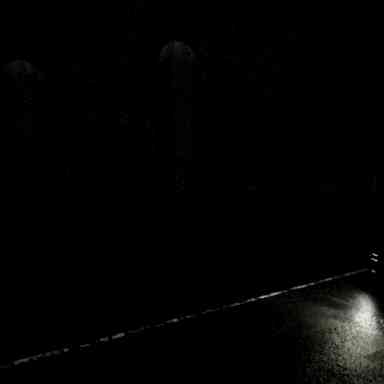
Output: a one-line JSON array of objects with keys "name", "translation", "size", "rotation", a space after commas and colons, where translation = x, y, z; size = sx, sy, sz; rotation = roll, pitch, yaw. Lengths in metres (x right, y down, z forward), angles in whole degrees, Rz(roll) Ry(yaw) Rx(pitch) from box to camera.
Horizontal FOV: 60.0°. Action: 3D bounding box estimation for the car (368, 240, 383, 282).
[{"name": "car", "translation": [6.526, 1.476, 8.683], "size": [5.008, 1.535, 1.882], "rotation": [0, 0, -36]}]
